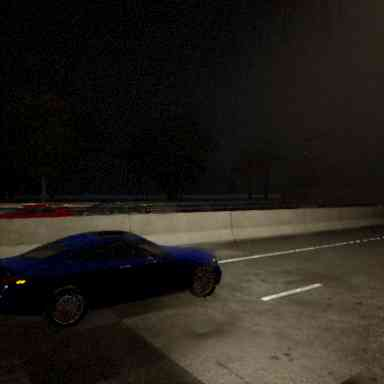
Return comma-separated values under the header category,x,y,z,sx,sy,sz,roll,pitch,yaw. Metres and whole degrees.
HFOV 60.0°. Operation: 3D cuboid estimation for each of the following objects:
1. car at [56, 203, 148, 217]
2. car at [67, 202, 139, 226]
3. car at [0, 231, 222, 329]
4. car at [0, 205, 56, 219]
category,x,y,z,sx,sy,sz,roll,pitch,yaw
car,-4.545,1.409,17.947,4.553,1.767,2.097,1,0,-36
car,-6.648,1.582,25.046,4.892,1.490,1.837,1,0,-36
car,-1.510,1.550,6.967,4.674,1.442,1.812,1,0,-35
car,-9.125,1.506,18.975,5.008,1.535,1.882,1,0,-36
